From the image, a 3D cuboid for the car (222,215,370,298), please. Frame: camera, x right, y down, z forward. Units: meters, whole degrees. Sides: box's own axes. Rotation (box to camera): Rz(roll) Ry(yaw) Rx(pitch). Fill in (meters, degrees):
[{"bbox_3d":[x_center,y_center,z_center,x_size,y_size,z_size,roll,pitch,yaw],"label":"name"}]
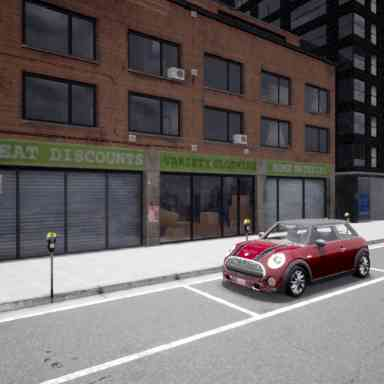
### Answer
[{"bbox_3d":[2.694,1.440,8.456,4.097,1.590,1.967,0,0,-35],"label":"car"}]
